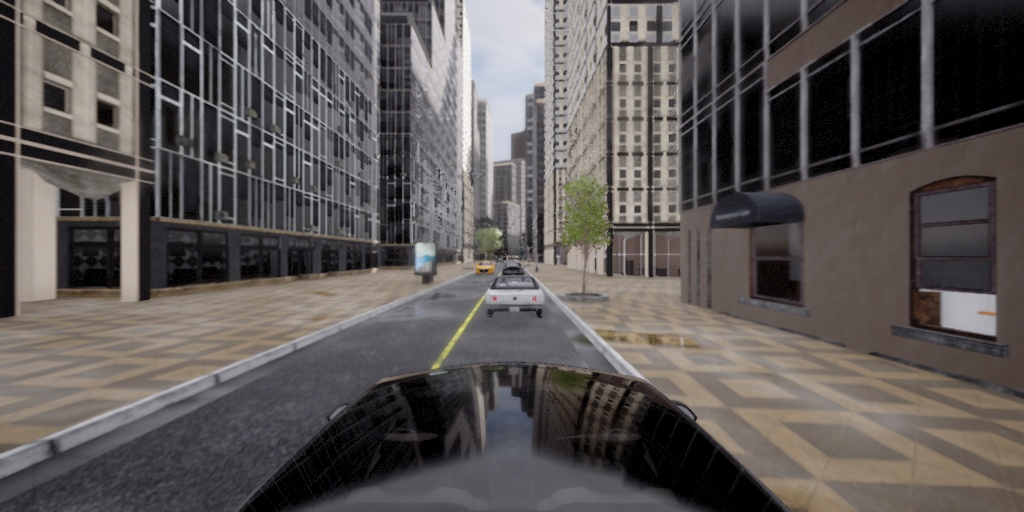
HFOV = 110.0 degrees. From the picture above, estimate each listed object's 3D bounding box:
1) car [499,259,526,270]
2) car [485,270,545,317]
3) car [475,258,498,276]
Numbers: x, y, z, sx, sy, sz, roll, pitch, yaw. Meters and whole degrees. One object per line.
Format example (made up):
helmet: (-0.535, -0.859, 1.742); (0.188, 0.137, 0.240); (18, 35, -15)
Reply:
car: (0.098, 1.278, 30.240); (1.837, 1.490, 4.892); (0, 0, 0)
car: (0.095, 1.353, 13.241); (1.895, 1.301, 4.718); (0, 0, 0)
car: (-2.835, 1.261, 38.654); (1.882, 1.535, 5.008); (0, 0, 0)
